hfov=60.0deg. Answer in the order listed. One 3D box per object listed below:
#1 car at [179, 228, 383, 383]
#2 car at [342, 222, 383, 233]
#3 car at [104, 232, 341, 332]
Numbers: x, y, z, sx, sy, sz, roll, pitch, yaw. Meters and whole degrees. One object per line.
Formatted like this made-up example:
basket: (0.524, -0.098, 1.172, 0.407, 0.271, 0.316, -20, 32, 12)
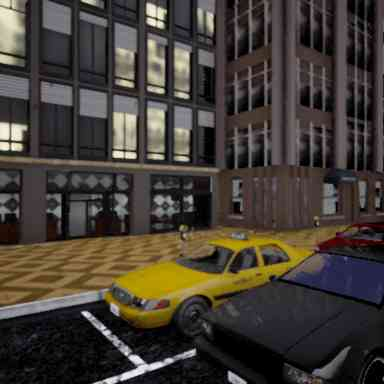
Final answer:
car: (2.633, 1.550, 4.948, 5.357, 1.411, 2.033, 0, 0, -36)
car: (5.394, 1.587, 9.942, 4.206, 1.307, 1.802, 0, 0, -35)
car: (0.751, 1.528, 6.630, 4.829, 1.417, 1.752, 0, 0, -35)
